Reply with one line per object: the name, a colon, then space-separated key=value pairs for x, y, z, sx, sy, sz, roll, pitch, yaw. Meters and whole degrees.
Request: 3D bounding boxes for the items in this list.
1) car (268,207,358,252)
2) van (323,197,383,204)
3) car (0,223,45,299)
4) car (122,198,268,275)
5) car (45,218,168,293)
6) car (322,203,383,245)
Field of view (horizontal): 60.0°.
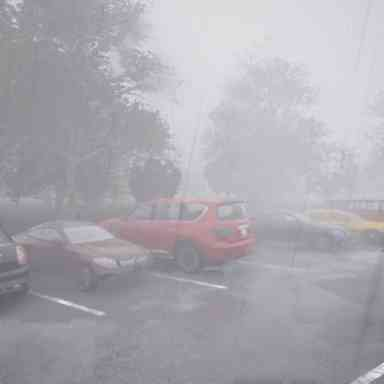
car: x=4.153 y=1.530 z=14.032 sx=4.674 sy=1.452 sz=2.002 roll=-1 pitch=-1 yaw=35
van: x=9.158 y=1.272 z=17.314 sx=4.442 sy=1.987 sz=1.878 roll=-1 pitch=-1 yaw=36
car: x=-5.562 y=1.358 z=7.199 sx=4.553 sy=1.767 sz=2.185 roll=-1 pitch=0 yaw=34
car: x=-0.757 y=1.234 z=10.662 sx=5.566 sy=2.045 sz=2.435 roll=-1 pitch=-1 yaw=35
car: x=-3.160 y=1.524 z=8.942 sx=4.674 sy=1.452 sz=2.002 roll=-1 pitch=-1 yaw=35
car: x=6.757 y=1.489 z=15.602 sx=5.366 sy=1.575 sz=1.946 roll=-1 pitch=-1 yaw=36
